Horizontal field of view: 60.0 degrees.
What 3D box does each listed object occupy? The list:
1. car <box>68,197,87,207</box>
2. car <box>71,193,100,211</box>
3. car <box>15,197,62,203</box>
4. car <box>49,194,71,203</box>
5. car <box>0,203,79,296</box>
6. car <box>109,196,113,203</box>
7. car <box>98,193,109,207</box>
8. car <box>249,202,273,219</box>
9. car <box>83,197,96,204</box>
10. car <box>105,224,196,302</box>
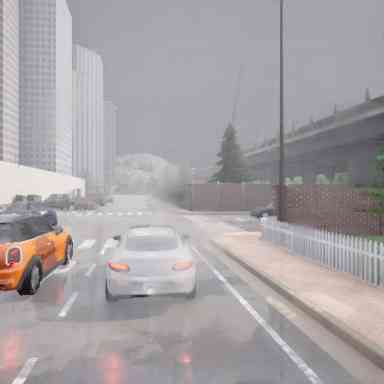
[{"bbox_3d":[-18.644,1.547,54.385,2.033,1.411,5.357,0,0,-8],"label":"car"},{"bbox_3d":[-13.103,1.352,41.115,2.097,1.767,4.553,0,0,-9],"label":"car"},{"bbox_3d":[-10.803,1.384,21.726,4.553,1.767,2.097,0,0,40],"label":"car"},{"bbox_3d":[-16.691,1.221,41.425,2.150,2.045,5.566,0,0,-9],"label":"car"},{"bbox_3d":[-4.620,1.353,8.682,2.097,1.767,4.553,0,0,-7],"label":"car"},{"bbox_3d":[-16.973,1.525,67.220,1.812,1.442,4.674,0,0,-9],"label":"car"},{"bbox_3d":[-14.627,1.215,51.155,2.150,2.045,5.566,0,1,-9],"label":"car"},{"bbox_3d":[7.342,1.560,28.488,4.892,1.490,1.837,0,0,-9],"label":"car"},{"bbox_3d":[-20.360,1.598,66.213,1.895,1.301,4.718,0,0,-9],"label":"car"},{"bbox_3d":[-0.989,1.526,8.227,1.812,1.442,4.674,0,0,-7],"label":"car"}]
